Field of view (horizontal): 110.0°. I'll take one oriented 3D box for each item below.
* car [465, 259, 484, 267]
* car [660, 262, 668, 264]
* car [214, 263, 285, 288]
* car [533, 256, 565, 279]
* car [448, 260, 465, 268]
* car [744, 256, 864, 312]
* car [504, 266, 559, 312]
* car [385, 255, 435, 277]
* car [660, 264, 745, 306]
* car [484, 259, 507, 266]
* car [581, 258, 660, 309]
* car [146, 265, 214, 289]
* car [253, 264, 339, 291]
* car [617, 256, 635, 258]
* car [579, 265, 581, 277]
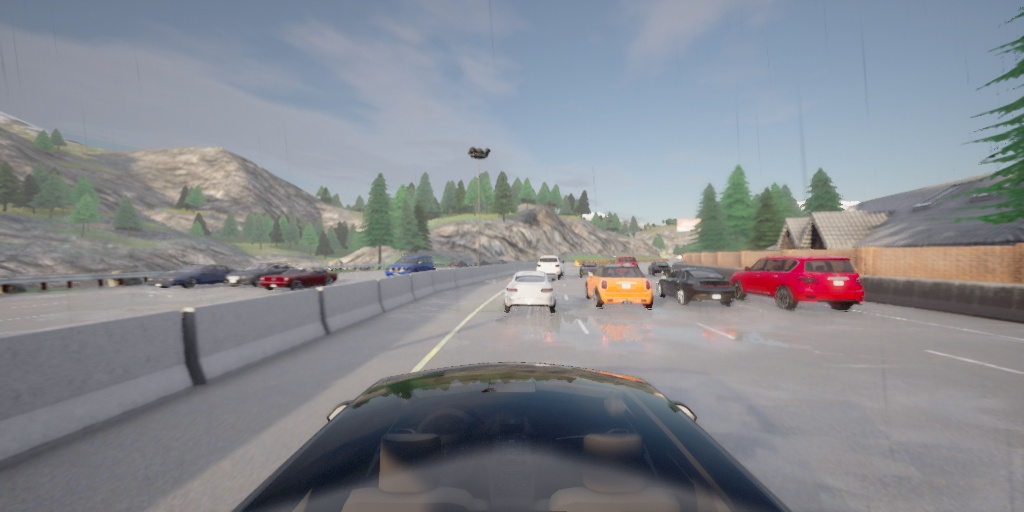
[{"bbox_3d":[-5.759,1.320,63.497,2.033,1.411,5.357,0,0,21],"label":"car"},{"bbox_3d":[15.445,1.323,37.674,1.837,1.490,4.892,0,0,15],"label":"car"},{"bbox_3d":[-16.016,1.208,23.407,2.128,1.511,4.902,0,0,8],"label":"car"},{"bbox_3d":[3.672,1.003,33.650,2.150,2.045,5.566,0,0,12],"label":"car"},{"bbox_3d":[-9.567,1.324,63.215,1.994,1.385,4.181,0,0,21],"label":"car"},{"bbox_3d":[11.316,1.013,14.814,2.150,2.045,5.566,0,0,5],"label":"car"},{"bbox_3d":[0.748,1.286,14.138,1.812,1.442,4.674,0,0,5],"label":"car"},{"bbox_3d":[-8.101,0.965,29.131,2.150,2.045,5.566,0,0,10],"label":"car"},{"bbox_3d":[7.937,1.287,15.905,1.837,1.490,4.892,0,0,6],"label":"car"},{"bbox_3d":[-2.483,1.286,62.168,1.837,1.490,4.892,0,0,21],"label":"car"},{"bbox_3d":[4.372,1.123,15.229,2.097,1.767,4.553,0,0,5],"label":"car"},{"bbox_3d":[-19.651,1.253,22.888,2.033,1.411,5.357,0,0,7],"label":"car"},{"bbox_3d":[-12.742,1.326,21.732,1.895,1.301,4.718,0,0,7],"label":"car"},{"bbox_3d":[11.386,1.027,36.000,2.150,2.045,5.566,0,0,13],"label":"car"},{"bbox_3d":[7.627,1.285,35.204,2.128,1.511,4.902,0,0,13],"label":"car"}]
